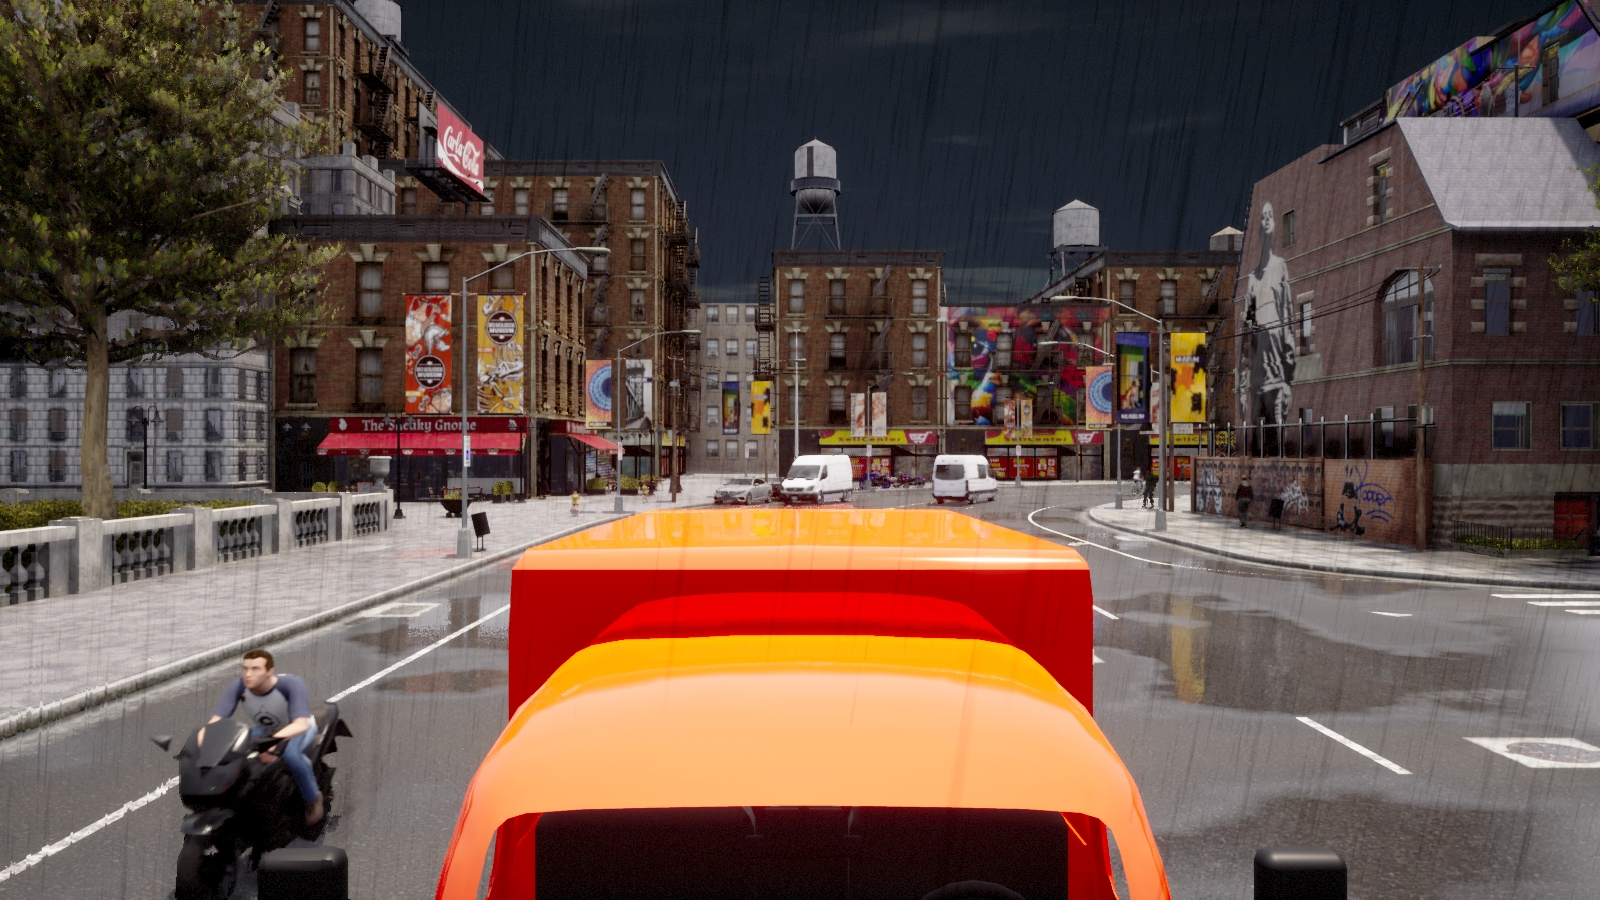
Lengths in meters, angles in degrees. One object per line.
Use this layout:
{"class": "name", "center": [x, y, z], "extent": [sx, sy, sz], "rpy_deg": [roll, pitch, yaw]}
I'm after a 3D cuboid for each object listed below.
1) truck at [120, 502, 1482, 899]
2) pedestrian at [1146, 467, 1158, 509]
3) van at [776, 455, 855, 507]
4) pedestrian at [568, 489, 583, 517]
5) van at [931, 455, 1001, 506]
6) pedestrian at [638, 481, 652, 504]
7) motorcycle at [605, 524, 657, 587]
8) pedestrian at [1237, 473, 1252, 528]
{"class": "truck", "center": [-0.002, 1.571, 4.805], "extent": [2.627, 2.467, 5.204], "rpy_deg": [0, 0, 0]}
{"class": "pedestrian", "center": [15.759, 1.716, 51.206], "extent": [0.375, 1.860, 0.375], "rpy_deg": [0, 0, -37]}
{"class": "van", "center": [0.886, 1.557, 59.757], "extent": [1.988, 2.561, 5.915], "rpy_deg": [0, 0, 23]}
{"class": "pedestrian", "center": [-8.915, 2.094, 45.329], "extent": [0.500, 1.100, 0.500], "rpy_deg": [0, 0, 2]}
{"class": "van", "center": [8.871, 1.558, 60.607], "extent": [1.988, 2.561, 5.915], "rpy_deg": [0, 0, 26]}
{"class": "pedestrian", "center": [-7.690, 2.098, 56.717], "extent": [0.500, 1.100, 0.500], "rpy_deg": [0, 0, 19]}
{"class": "motorcycle", "center": [-3.588, 2.223, 24.377], "extent": [0.803, 1.145, 2.033], "rpy_deg": [0, 0, 0]}
{"class": "pedestrian", "center": [15.063, 1.711, 38.715], "extent": [0.375, 1.860, 0.375], "rpy_deg": [0, 0, 0]}
